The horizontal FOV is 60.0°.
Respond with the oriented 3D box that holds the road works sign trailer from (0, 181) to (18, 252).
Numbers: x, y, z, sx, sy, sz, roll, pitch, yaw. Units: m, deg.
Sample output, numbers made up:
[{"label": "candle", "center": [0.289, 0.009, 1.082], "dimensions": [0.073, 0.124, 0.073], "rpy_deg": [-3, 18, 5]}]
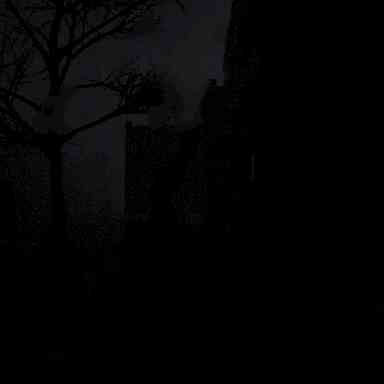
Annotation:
[{"label": "road works sign trailer", "center": [-7.729, 0.942, 10.845], "dimensions": [3.560, 2.380, 2.880], "rpy_deg": [-4, 2, -9]}]
